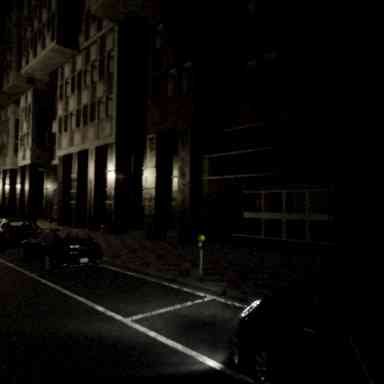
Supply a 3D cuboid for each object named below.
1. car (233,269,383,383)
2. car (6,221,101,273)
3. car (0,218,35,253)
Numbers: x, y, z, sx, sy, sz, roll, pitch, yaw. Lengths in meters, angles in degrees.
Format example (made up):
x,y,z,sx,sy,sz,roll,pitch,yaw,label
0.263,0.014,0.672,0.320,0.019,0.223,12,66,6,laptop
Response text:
x,y,z,sx,sy,sz,roll,pitch,yaw,label
2.639,1.552,3.621,2.097,1.767,4.553,3,-3,-43,car
-4.916,1.967,12.137,2.008,1.369,4.403,3,-3,-43,car
-8.765,1.956,16.210,1.967,1.590,4.097,3,-3,-43,car
